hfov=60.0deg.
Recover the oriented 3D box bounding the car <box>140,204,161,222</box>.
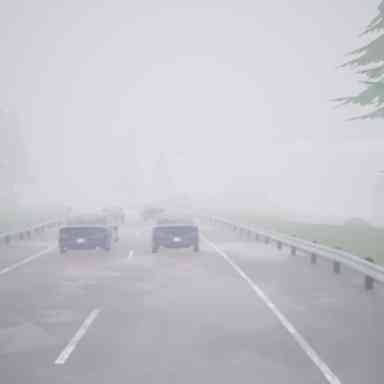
[{"bbox_3d":[-3.646,1.807,30.285,1.882,1.535,5.008,0,0,-14],"label":"car"}]

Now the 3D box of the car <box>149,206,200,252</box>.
[{"bbox_3d":[-0.849,1.640,14.882,1.882,1.535,5.008,0,0,-7],"label":"car"}]

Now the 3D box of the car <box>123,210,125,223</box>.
[{"bbox_3d":[-6.813,1.912,28.555,1.895,1.301,4.718,0,-1,-14],"label":"car"}]

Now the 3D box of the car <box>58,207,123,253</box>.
[{"bbox_3d":[-4.333,1.637,14.555,1.882,1.535,5.008,0,0,-7],"label":"car"}]
